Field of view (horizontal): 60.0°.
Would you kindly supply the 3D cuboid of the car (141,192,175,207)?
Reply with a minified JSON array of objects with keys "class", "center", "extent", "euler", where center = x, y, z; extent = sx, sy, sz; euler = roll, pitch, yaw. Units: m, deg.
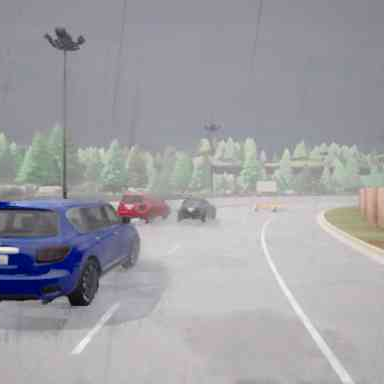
[{"class":"car","center":[-4.942,1.070,49.169],"extent":[2.150,2.045,5.566],"euler":[0,0,28]}]

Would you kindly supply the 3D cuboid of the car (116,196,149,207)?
[{"class":"car","center":[-8.729,1.378,49.497],"extent":[2.033,1.411,5.357],"euler":[0,0,28]}]

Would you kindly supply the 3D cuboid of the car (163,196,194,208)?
[{"class":"car","center":[-1.861,1.358,47.457],"extent":[2.128,1.511,4.902],"euler":[0,0,28]}]

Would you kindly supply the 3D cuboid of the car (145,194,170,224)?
[{"class":"car","center":[-3.405,1.142,24.370],"extent":[2.150,2.045,5.566],"euler":[0,0,15]}]

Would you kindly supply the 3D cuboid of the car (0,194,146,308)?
[{"class":"car","center":[-2.883,1.186,8.059],"extent":[2.150,2.045,5.566],"euler":[0,0,5]}]

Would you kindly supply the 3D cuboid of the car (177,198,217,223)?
[{"class":"car","center":[0.490,1.289,25.105],"extent":[2.097,1.767,4.553],"euler":[0,0,16]}]

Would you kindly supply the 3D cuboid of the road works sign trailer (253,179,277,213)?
[{"class":"road works sign trailer","center":[8.331,0.407,36.981],"extent":[2.380,3.560,2.880],"euler":[0,0,28]}]

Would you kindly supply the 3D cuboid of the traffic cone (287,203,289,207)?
[{"class":"traffic cone","center":[14.090,1.895,48.646],"extent":[0.340,0.580,0.340],"euler":[0,0,28]}]

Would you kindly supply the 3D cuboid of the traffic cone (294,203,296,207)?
[{"class":"traffic cone","center":[14.969,1.900,48.170],"extent":[0.340,0.580,0.340],"euler":[0,0,28]}]
